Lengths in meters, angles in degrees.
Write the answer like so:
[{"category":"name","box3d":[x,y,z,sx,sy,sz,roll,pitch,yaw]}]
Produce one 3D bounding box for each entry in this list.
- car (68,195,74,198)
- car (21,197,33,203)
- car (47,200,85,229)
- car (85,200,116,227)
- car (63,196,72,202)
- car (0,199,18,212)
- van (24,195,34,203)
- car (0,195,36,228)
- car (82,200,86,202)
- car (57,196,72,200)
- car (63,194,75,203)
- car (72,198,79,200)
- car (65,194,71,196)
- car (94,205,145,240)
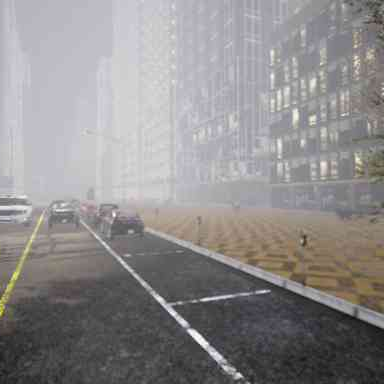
[{"category":"car","box3d":[-18.979,1.669,53.927,1.947,1.339,4.313,0,0,-23]},{"category":"car","box3d":[-35.491,1.714,71.718,2.008,1.369,4.403,0,0,-23]},{"category":"car","box3d":[-8.595,1.534,22.274,2.128,1.511,4.902,0,0,-23]},{"category":"car","box3d":[-5.824,1.477,22.430,1.967,1.590,4.097,0,0,-23]},{"category":"car","box3d":[-29.941,1.710,80.175,1.887,1.381,4.507,0,0,-23]},{"category":"car","box3d":[-22.336,1.635,40.220,1.887,1.381,4.507,0,0,-23]},{"category":"van","box3d":[-37.682,1.518,76.969,1.690,1.788,3.998,0,0,-23]},{"category":"car","box3d":[-12.217,1.273,22.780,2.150,2.045,5.566,0,0,-22]},{"category":"car","box3d":[-8.017,1.592,27.680,1.887,1.381,4.507,0,0,-23]},{"category":"car","box3d":[-14.721,1.578,36.951,1.837,1.490,4.892,0,0,-22]},{"category":"car","box3d":[-27.748,1.468,74.927,2.192,1.841,5.009,0,0,-23]},{"category":"car","box3d":[-12.402,1.619,38.179,2.008,1.369,4.403,0,0,-23]},{"category":"car","box3d":[-23.429,1.653,64.584,1.752,1.417,4.829,0,0,-23]},{"category":"car","box3d":[-3.633,1.577,17.181,2.008,1.369,4.403,0,0,-23]}]
